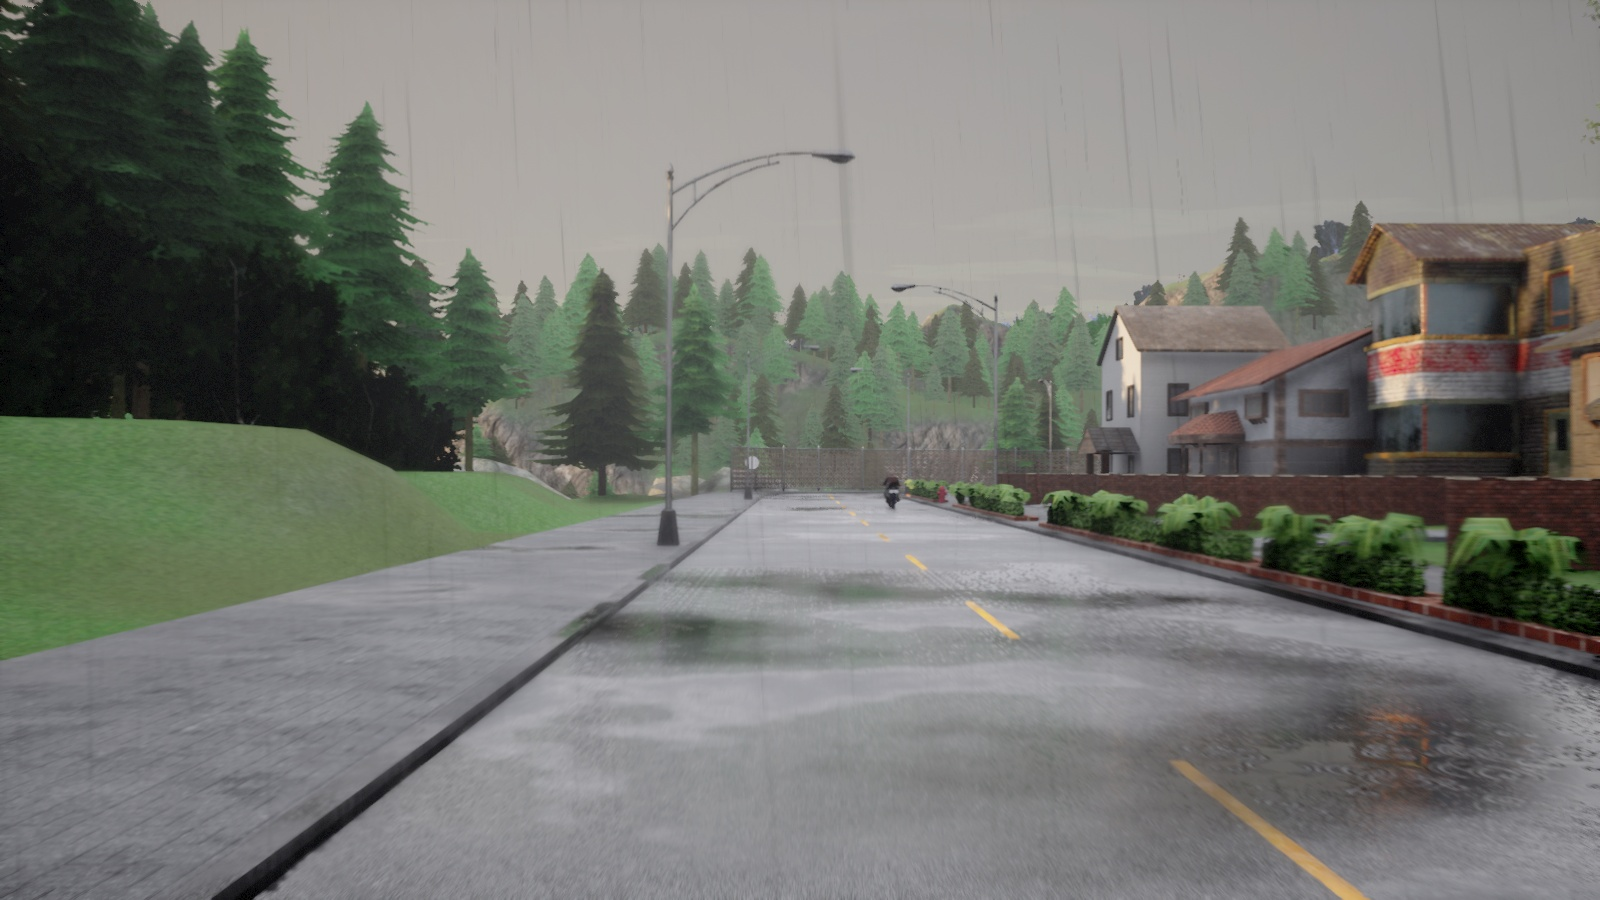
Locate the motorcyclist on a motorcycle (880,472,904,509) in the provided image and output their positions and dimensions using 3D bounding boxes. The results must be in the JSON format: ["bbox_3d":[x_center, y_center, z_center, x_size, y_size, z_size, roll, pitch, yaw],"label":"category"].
[{"bbox_3d":[3.897,1.725,53.419,0.866,1.530,2.191,0,-1,0],"label":"motorcyclist on a motorcycle"}]
